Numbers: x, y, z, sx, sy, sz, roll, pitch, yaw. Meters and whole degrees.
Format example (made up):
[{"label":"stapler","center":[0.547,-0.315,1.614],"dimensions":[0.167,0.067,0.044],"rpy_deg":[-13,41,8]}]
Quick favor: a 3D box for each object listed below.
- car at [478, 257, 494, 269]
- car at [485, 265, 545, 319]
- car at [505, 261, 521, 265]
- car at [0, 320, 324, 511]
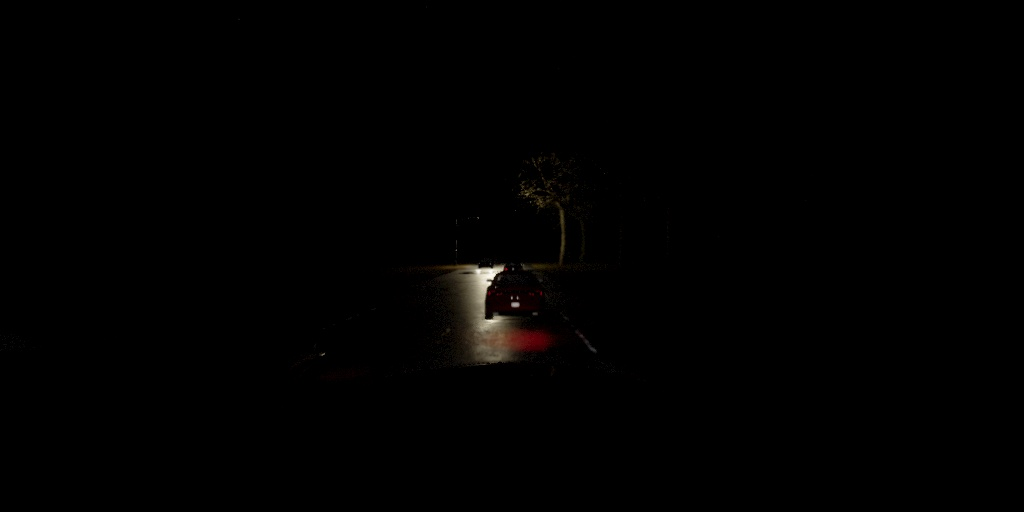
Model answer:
[{"label":"car","center":[-3.502,0.938,48.682],"dimensions":[1.882,1.535,5.008],"rpy_deg":[0,1,0]},{"label":"car","center":[0.100,1.257,12.960],"dimensions":[1.882,1.535,5.008],"rpy_deg":[0,0,0]},{"label":"car","center":[0.100,1.195,35.150],"dimensions":[2.033,1.411,5.357],"rpy_deg":[0,1,0]},{"label":"car","center":[-3.601,1.302,2.765],"dimensions":[2.033,1.411,5.357],"rpy_deg":[0,0,0]}]
